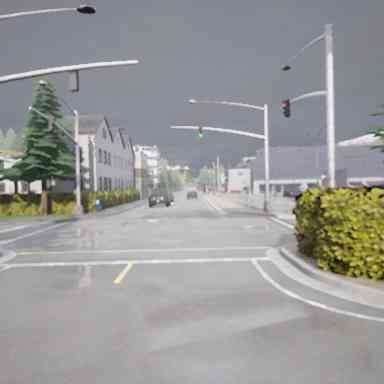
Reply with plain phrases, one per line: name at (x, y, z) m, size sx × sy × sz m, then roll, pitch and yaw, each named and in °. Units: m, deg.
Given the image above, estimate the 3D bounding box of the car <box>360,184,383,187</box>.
car at (19.134, 0.139, 33.614) m, size 1.905 × 1.878 × 3.866 m, roll -1°, pitch 1°, yaw 0°

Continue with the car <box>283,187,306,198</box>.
car at (15.464, 0.145, 51.491) m, size 2.007 × 1.523 × 4.514 m, roll -1°, pitch 1°, yaw 0°

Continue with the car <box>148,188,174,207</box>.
car at (-3.580, 0.593, 37.769) m, size 2.150 × 2.045 × 5.566 m, roll -1°, pitch 1°, yaw 0°

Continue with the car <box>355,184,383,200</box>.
car at (22.410, -0.058, 41.484) m, size 1.932 × 1.855 × 4.605 m, roll -1°, pitch 1°, yaw 0°

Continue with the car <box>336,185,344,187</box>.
car at (25.529, -0.380, 58.868) m, size 2.152 × 1.636 × 5.027 m, roll -1°, pitch 1°, yaw 0°

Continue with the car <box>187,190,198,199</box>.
car at (0.057, 0.419, 58.179) m, size 2.128 × 1.511 × 4.902 m, roll -1°, pitch 1°, yaw 0°
